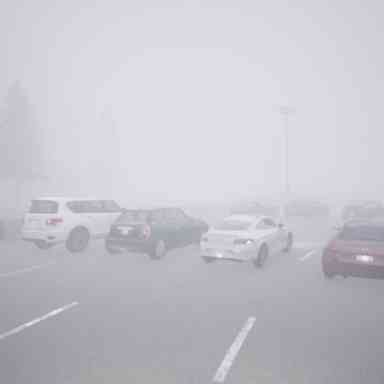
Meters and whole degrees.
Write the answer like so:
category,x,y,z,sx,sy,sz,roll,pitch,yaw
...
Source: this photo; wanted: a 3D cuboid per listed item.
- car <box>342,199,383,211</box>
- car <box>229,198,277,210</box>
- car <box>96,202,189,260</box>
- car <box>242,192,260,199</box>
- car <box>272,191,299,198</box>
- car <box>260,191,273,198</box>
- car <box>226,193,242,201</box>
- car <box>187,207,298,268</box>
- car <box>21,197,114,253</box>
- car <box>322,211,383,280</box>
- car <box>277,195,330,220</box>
category,x,y,z,sx,sy,sz,roll,pitch,yaw
car,12.168,1.217,23.659,1.812,1.442,4.674,-1,1,43
car,5.108,1.432,26.352,1.895,1.301,4.718,-1,0,43
car,-1.111,1.317,12.696,2.097,1.767,4.553,-1,0,30
car,11.518,0.804,59.195,1.882,1.535,5.008,-1,1,43
car,15.338,0.779,53.056,1.882,1.535,5.008,-1,1,43
car,14.197,0.630,56.951,2.097,1.767,4.553,-1,1,43
car,8.458,0.941,61.017,2.033,1.411,5.357,-1,1,44
car,1.911,1.444,10.984,1.812,1.442,4.674,-1,0,31
car,-4.328,1.231,14.207,2.150,2.045,5.566,-1,-1,30
car,4.888,1.437,9.170,1.994,1.385,4.181,-1,0,31
car,8.804,1.249,25.183,2.128,1.511,4.902,-1,1,43
